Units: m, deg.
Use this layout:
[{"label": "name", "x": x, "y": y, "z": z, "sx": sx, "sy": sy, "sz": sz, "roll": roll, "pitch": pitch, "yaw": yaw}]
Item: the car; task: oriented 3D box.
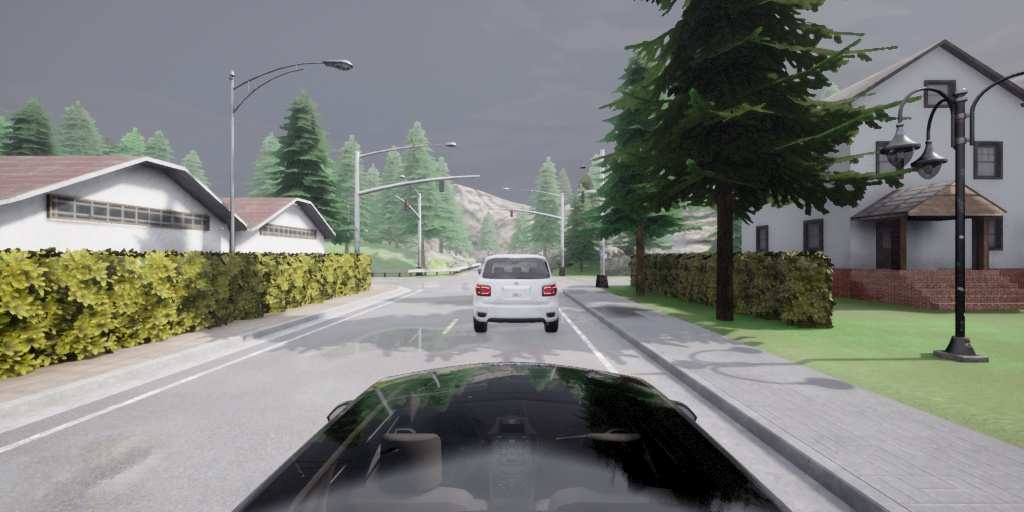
[{"label": "car", "x": 0.105, "y": 0.971, "z": 10.923, "sx": 2.150, "sy": 2.045, "sz": 5.566, "roll": 0, "pitch": 0, "yaw": 0}]
